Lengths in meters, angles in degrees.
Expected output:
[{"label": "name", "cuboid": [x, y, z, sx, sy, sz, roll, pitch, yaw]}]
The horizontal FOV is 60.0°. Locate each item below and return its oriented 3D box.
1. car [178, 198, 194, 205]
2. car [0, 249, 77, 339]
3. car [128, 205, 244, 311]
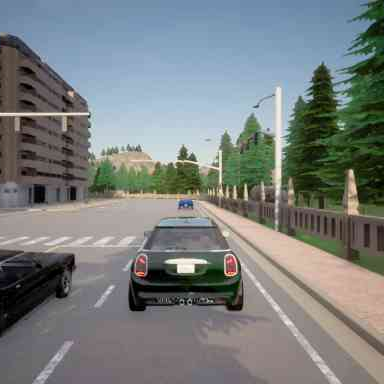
[{"label": "car", "cuboid": [-0.822, 1.478, 44.298, 1.882, 1.535, 5.008, 0, 0, -1]}, {"label": "car", "cuboid": [-3.537, 1.601, 5.544, 1.895, 1.301, 4.718, 0, 0, -1]}, {"label": "car", "cuboid": [-0.118, 1.352, 7.911, 2.097, 1.767, 4.553, 0, 0, 0]}]
